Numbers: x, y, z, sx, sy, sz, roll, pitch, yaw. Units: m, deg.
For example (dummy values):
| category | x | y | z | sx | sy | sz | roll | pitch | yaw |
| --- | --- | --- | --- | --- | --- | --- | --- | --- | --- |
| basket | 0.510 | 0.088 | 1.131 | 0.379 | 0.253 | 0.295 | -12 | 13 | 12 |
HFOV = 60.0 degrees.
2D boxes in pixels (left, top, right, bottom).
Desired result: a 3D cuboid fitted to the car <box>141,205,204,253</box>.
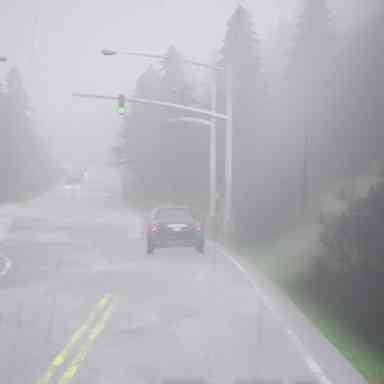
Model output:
| category | x | y | z | sx | sy | sz | roll | pitch | yaw |
| --- | --- | --- | --- | --- | --- | --- | --- | --- | --- |
| car | -0.940 | 1.313 | 13.710 | 2.097 | 1.767 | 4.553 | 0 | 0 | -11 |

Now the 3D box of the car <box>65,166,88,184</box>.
| category | x | y | z | sx | sy | sz | roll | pitch | yaw |
| --- | --- | --- | --- | --- | --- | --- | --- | --- | --- |
| car | -14.209 | -1.879 | 40.745 | 2.033 | 1.411 | 5.357 | -1 | 9 | -12 |

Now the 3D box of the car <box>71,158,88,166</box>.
| category | x | y | z | sx | sy | sz | roll | pitch | yaw |
| --- | --- | --- | --- | --- | --- | --- | --- | --- | --- |
| car | -18.086 | -4.195 | 54.266 | 2.128 | 1.511 | 4.902 | -2 | 10 | -23 |

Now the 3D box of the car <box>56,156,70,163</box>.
| category | x | y | z | sx | sy | sz | roll | pitch | yaw |
| --- | --- | --- | --- | --- | --- | --- | --- | --- | --- |
| car | -27.124 | -6.481 | 66.294 | 5.008 | 1.535 | 1.882 | 9 | 9 | 37 |

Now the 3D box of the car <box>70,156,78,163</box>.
| category | x | y | z | sx | sy | sz | roll | pitch | yaw |
| --- | --- | --- | --- | --- | --- | --- | --- | --- | --- |
| car | -24.725 | -6.612 | 68.461 | 5.008 | 1.535 | 1.882 | 9 | 9 | 37 |
